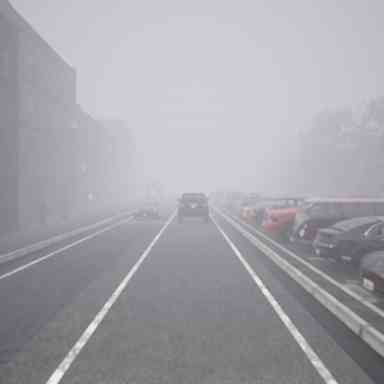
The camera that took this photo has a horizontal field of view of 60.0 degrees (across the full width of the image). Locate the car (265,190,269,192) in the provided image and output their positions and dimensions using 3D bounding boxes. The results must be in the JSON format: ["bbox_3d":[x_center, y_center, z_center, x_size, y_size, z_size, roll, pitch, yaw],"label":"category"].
[{"bbox_3d":[19.360,0.888,73.811,5.008,1.535,2.097,0,1,0],"label":"car"}]

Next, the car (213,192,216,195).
[{"bbox_3d":[6.211,1.111,51.422,5.008,1.535,2.097,0,1,0],"label":"car"}]

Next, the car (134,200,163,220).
[{"bbox_3d":[-3.359,1.337,26.141,1.812,1.442,4.674,0,0,0],"label":"car"}]

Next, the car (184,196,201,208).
[{"bbox_3d":[0.079,1.244,41.986,1.994,1.385,4.181,0,1,0],"label":"car"}]

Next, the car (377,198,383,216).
[{"bbox_3d":[19.232,1.311,29.130,4.892,1.521,2.231,0,0,0],"label":"car"}]

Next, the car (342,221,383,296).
[{"bbox_3d":[6.048,1.511,6.890,4.792,1.488,2.163,0,0,0],"label":"car"}]

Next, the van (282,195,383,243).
[{"bbox_3d":[5.978,1.213,12.579,4.442,1.987,1.878,0,0,0],"label":"van"}]

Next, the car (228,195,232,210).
[{"bbox_3d":[6.158,1.326,31.939,4.674,1.452,2.002,0,0,0],"label":"car"}]

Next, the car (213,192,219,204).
[{"bbox_3d":[6.013,1.160,45.855,5.366,1.575,1.946,0,1,0],"label":"car"}]

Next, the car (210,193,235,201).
[{"bbox_3d":[6.263,0.945,68.120,5.008,1.535,2.097,0,1,0],"label":"car"}]

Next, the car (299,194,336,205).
[{"bbox_3d":[19.324,1.141,51.411,4.792,1.488,2.163,0,1,0],"label":"car"}]

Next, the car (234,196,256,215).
[{"bbox_3d":[6.144,1.332,26.371,4.892,1.521,2.231,0,0,0],"label":"car"}]

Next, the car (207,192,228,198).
[{"bbox_3d":[6.305,0.766,82.048,5.008,1.535,2.097,0,1,0],"label":"car"}]

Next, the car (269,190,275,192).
[{"bbox_3d":[19.320,0.694,68.115,5.566,2.045,2.435,0,1,0],"label":"car"}]

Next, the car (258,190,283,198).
[{"bbox_3d":[19.420,0.513,82.172,5.566,2.045,2.435,0,1,0],"label":"car"}]

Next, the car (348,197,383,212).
[{"bbox_3d":[19.248,1.262,34.701,5.008,1.535,2.097,0,0,0],"label":"car"}]

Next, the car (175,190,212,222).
[{"bbox_3d":[0.096,1.045,24.618,2.150,2.045,5.566,0,0,0],"label":"car"}]

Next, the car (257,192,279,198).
[{"bbox_3d":[19.406,0.706,84.965,5.008,1.535,2.097,0,1,0],"label":"car"}]

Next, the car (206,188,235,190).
[{"bbox_3d":[6.305,0.666,70.901,5.566,2.045,2.435,0,1,0],"label":"car"}]

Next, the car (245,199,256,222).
[{"bbox_3d":[6.114,1.377,20.805,4.892,1.521,2.231,0,0,0],"label":"car"}]

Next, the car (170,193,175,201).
[{"bbox_3d":[-3.339,0.962,66.610,1.812,1.442,4.674,0,1,0],"label":"car"}]

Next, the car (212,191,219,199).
[{"bbox_3d":[6.230,1.084,54.204,5.008,1.535,2.097,0,1,0],"label":"car"}]

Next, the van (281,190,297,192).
[{"bbox_3d":[19.223,0.748,65.331,4.442,1.987,1.878,0,1,0],"label":"van"}]

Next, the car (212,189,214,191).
[{"bbox_3d":[6.220,0.875,62.678,4.553,1.767,2.185,0,1,0],"label":"car"}]

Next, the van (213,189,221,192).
[{"bbox_3d":[6.350,0.831,56.985,4.442,1.987,1.878,0,1,0],"label":"van"}]

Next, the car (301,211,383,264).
[{"bbox_3d":[6.079,1.462,9.673,4.892,1.521,2.231,0,0,0],"label":"car"}]

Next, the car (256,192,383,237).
[{"bbox_3d":[6.075,1.167,15.237,5.566,2.045,2.435,0,0,0],"label":"car"}]

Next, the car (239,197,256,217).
[{"bbox_3d":[6.314,1.350,23.588,5.366,1.575,1.946,0,0,0],"label":"car"}]

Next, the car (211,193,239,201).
[{"bbox_3d":[6.445,0.970,65.337,5.366,1.575,1.946,0,1,0],"label":"car"}]

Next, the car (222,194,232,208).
[{"bbox_3d":[6.143,1.268,37.505,4.792,1.488,2.163,0,0,0],"label":"car"}]

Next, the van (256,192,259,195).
[{"bbox_3d":[5.995,1.171,18.020,4.442,1.987,1.878,0,0,0],"label":"van"}]

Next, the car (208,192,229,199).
[{"bbox_3d":[6.298,0.815,79.259,5.008,1.535,2.097,0,1,0],"label":"car"}]

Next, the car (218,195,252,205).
[{"bbox_3d":[6.210,1.178,48.638,4.674,1.452,2.002,0,1,0],"label":"car"}]

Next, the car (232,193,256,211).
[{"bbox_3d":[6.115,1.184,29.155,4.553,1.767,2.185,0,0,0],"label":"car"}]

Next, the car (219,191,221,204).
[{"bbox_3d":[6.159,1.063,43.070,4.553,1.767,2.185,0,1,0],"label":"car"}]

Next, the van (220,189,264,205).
[{"bbox_3d":[6.064,0.987,40.349,4.442,1.987,1.878,0,1,0],"label":"van"}]
